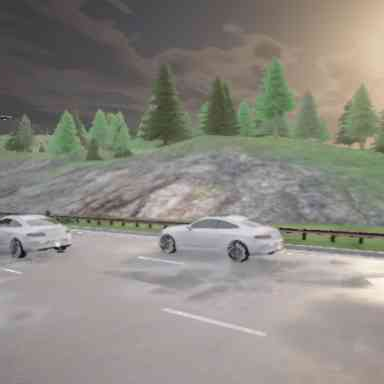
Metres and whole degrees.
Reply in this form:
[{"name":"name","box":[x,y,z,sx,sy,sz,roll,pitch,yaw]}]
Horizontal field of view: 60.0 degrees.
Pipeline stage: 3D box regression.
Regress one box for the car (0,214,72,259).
[{"name":"car","box":[-6.561,1.587,12.845,4.674,1.442,1.812,0,0,35]}]

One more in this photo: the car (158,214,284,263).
[{"name":"car","box":[0.900,1.533,11.918,4.674,1.442,1.812,0,0,35]}]
